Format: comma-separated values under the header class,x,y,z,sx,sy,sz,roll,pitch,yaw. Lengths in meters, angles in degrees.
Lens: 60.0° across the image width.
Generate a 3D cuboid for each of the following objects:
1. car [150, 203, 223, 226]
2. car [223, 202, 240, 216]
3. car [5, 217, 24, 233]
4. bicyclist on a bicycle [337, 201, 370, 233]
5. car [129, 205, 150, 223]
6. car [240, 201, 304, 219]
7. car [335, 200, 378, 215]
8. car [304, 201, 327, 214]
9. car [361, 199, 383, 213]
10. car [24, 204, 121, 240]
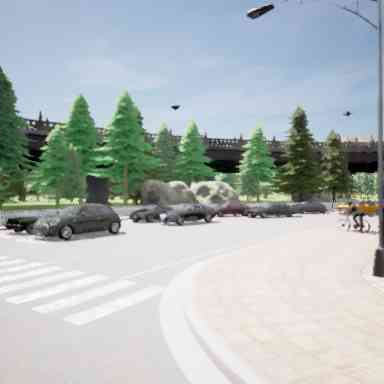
class,x,y,z,sx,sy,sz,roll,pitch,yaw
car,-0.311,1.608,24.959,4.902,1.511,2.128,0,-1,-44
car,3.588,1.671,32.565,4.674,1.442,1.812,0,0,-31
car,-8.637,1.735,20.276,1.895,1.301,4.718,-1,0,38
bicyclist on a bicycle,8.465,1.314,17.476,0.582,1.620,1.656,0,-1,-45
car,-3.025,1.711,27.033,1.994,1.385,4.181,-1,-1,44
car,7.474,1.659,30.938,5.357,1.411,2.033,0,0,-27
car,17.323,1.553,34.238,5.008,1.535,1.882,0,0,-8
car,12.628,1.684,36.621,4.181,1.385,1.994,0,0,-14
car,22.411,1.564,38.196,4.902,1.511,2.128,0,0,0
car,-6.058,1.454,17.848,2.097,1.767,4.553,-1,0,37
